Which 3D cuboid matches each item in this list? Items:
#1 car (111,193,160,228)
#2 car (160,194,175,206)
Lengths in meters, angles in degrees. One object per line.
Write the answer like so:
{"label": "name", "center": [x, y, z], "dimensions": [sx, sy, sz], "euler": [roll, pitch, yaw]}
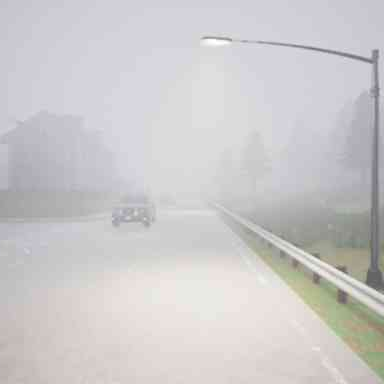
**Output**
{"label": "car", "center": [-3.603, 1.087, 21.477], "dimensions": [2.150, 2.045, 5.566], "euler": [0, 0, 0]}
{"label": "car", "center": [-3.562, 1.048, 48.716], "dimensions": [2.097, 1.767, 4.553], "euler": [0, 0, 0]}
